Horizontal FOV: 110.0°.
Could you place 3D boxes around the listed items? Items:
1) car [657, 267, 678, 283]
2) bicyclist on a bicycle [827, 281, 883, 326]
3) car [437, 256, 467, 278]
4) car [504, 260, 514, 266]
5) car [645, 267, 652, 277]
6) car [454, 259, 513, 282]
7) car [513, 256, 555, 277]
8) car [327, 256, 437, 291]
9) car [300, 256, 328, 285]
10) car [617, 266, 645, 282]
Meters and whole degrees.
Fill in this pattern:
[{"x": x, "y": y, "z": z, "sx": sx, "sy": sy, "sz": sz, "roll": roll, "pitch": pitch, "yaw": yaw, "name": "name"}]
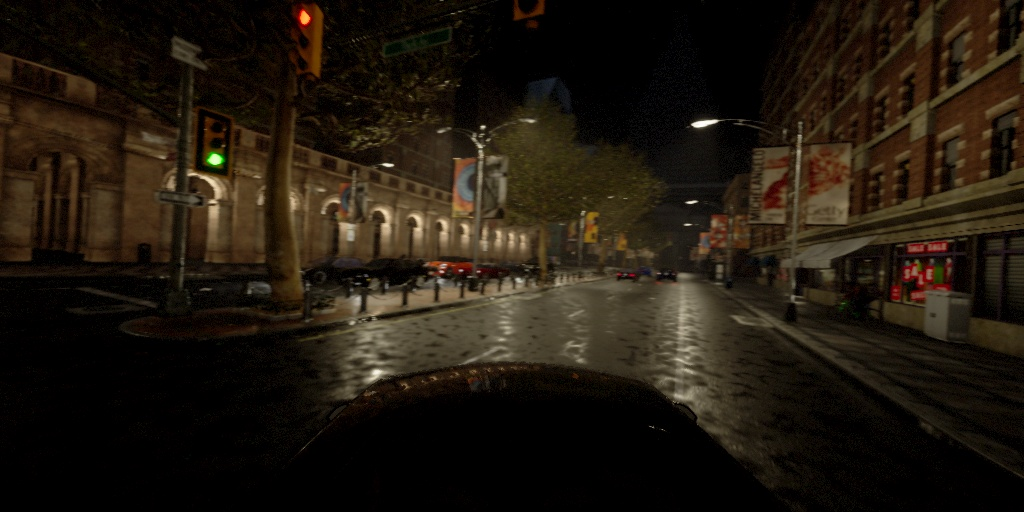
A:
[{"x": 18.599, "y": 2.138, "z": 42.972, "sx": 2.097, "sy": 1.767, "sz": 4.553, "roll": 3, "pitch": 0, "yaw": 25, "name": "car"}, {"x": 13.065, "y": 1.811, "z": 13.646, "sx": 1.656, "sy": 1.620, "sz": 0.582, "roll": 5, "pitch": 1, "yaw": 25, "name": "bicyclist on a bicycle"}, {"x": -5.009, "y": 0.745, "z": 28.656, "sx": 2.097, "sy": 1.767, "sz": 4.553, "roll": 3, "pitch": 0, "yaw": 25, "name": "car"}, {"x": -0.480, "y": 1.195, "z": 38.187, "sx": 2.033, "sy": 1.411, "sz": 5.357, "roll": 3, "pitch": 0, "yaw": 26, "name": "car"}, {"x": 19.641, "y": 2.306, "z": 53.316, "sx": 1.882, "sy": 1.535, "sz": 5.008, "roll": 3, "pitch": 0, "yaw": 26, "name": "car"}, {"x": -2.013, "y": 1.178, "z": 26.857, "sx": 1.895, "sy": 1.301, "sz": 4.718, "roll": 3, "pitch": 0, "yaw": 26, "name": "car"}, {"x": 2.617, "y": 1.058, "z": 36.509, "sx": 2.150, "sy": 2.045, "sz": 5.566, "roll": 3, "pitch": 0, "yaw": 26, "name": "car"}, {"x": -6.246, "y": 0.818, "z": 17.939, "sx": 1.882, "sy": 1.535, "sz": 5.008, "roll": 3, "pitch": 0, "yaw": 25, "name": "car"}, {"x": -9.441, "y": 0.693, "z": 19.368, "sx": 2.033, "sy": 1.411, "sz": 5.357, "roll": 3, "pitch": 0, "yaw": 26, "name": "car"}, {"x": 12.472, "y": 1.974, "z": 38.234, "sx": 2.033, "sy": 1.411, "sz": 5.357, "roll": 3, "pitch": 0, "yaw": 26, "name": "car"}]
